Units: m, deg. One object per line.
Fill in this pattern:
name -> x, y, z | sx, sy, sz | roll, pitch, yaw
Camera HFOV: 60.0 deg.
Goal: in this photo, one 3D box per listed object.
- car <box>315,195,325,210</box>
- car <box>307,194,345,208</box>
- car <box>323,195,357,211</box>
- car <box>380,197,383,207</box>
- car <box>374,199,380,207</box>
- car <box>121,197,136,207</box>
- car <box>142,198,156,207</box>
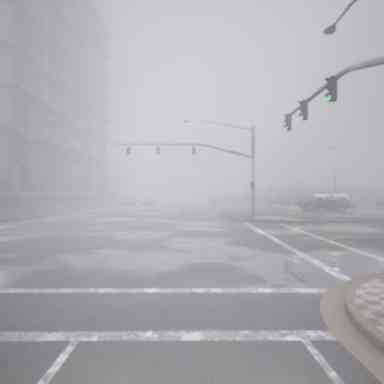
car -> 21.602, 1.590, 51.032 | 3.905, 1.438, 1.784 | 0, 0, 0
car -> 21.576, 1.389, 53.716 | 4.605, 1.855, 1.932 | 0, 0, 0
car -> 21.575, 1.612, 48.137 | 3.806, 1.475, 1.970 | 0, 0, 0
car -> 36.687, 1.407, 59.130 | 4.605, 1.855, 1.932 | 0, 0, 0
car -> 36.777, 1.627, 62.025 | 3.905, 1.438, 1.784 | 0, 0, 0
car -> -10.762, 1.669, 56.849 | 1.882, 1.535, 5.008 | 0, 0, 1
car -> -7.266, 1.738, 56.564 | 2.033, 1.411, 5.357 | 0, 0, 1
